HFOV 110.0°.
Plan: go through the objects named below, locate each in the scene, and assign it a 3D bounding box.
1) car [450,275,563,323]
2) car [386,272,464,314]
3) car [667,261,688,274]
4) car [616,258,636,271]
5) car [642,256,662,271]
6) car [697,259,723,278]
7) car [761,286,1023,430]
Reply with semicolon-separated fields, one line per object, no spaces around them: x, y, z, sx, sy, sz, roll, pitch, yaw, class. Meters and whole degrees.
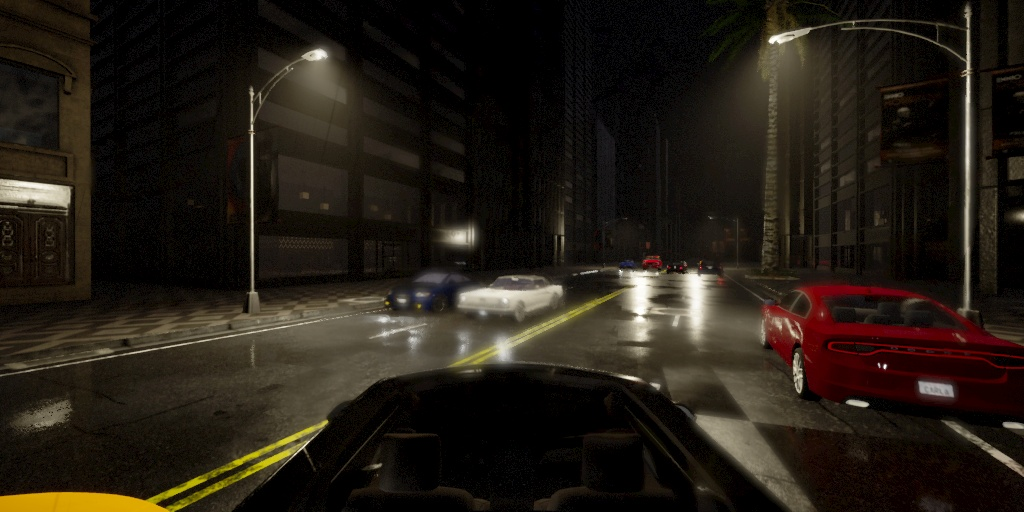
0.156;1.351;12.392;1.895;1.301;4.718;0;0;27;car
-2.771;1.314;13.805;1.994;1.385;4.181;0;0;27;car
18.671;1.316;40.794;2.033;1.411;5.357;0;0;27;car
16.709;1.302;51.600;1.812;1.442;4.674;0;0;27;car
19.796;0.997;50.501;2.150;2.045;5.566;0;0;27;car
19.308;1.117;34.971;2.097;1.767;4.553;0;0;27;car
5.517;1.228;5.902;1.882;1.535;5.008;0;0;27;car
